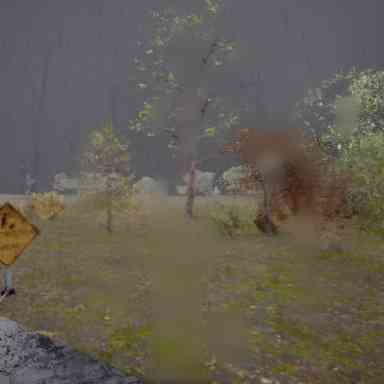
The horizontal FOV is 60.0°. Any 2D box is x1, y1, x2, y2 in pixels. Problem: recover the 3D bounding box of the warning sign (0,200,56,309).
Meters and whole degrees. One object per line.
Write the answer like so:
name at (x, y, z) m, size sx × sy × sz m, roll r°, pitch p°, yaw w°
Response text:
warning sign at (-3.575, 1.114, 6.462) m, size 1.060 × 1.860 × 1.300 m, roll -1°, pitch 0°, yaw 36°
